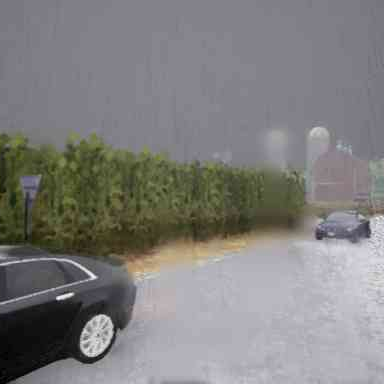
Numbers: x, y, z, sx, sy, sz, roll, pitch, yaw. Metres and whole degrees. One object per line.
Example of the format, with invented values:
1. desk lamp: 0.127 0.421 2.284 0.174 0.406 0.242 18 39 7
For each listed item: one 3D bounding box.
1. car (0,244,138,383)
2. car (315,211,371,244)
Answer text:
1. car: -2.776 1.457 3.777 1.837 1.490 4.892 1 0 36
2. car: 7.938 1.726 17.256 1.812 1.442 4.674 1 0 39
